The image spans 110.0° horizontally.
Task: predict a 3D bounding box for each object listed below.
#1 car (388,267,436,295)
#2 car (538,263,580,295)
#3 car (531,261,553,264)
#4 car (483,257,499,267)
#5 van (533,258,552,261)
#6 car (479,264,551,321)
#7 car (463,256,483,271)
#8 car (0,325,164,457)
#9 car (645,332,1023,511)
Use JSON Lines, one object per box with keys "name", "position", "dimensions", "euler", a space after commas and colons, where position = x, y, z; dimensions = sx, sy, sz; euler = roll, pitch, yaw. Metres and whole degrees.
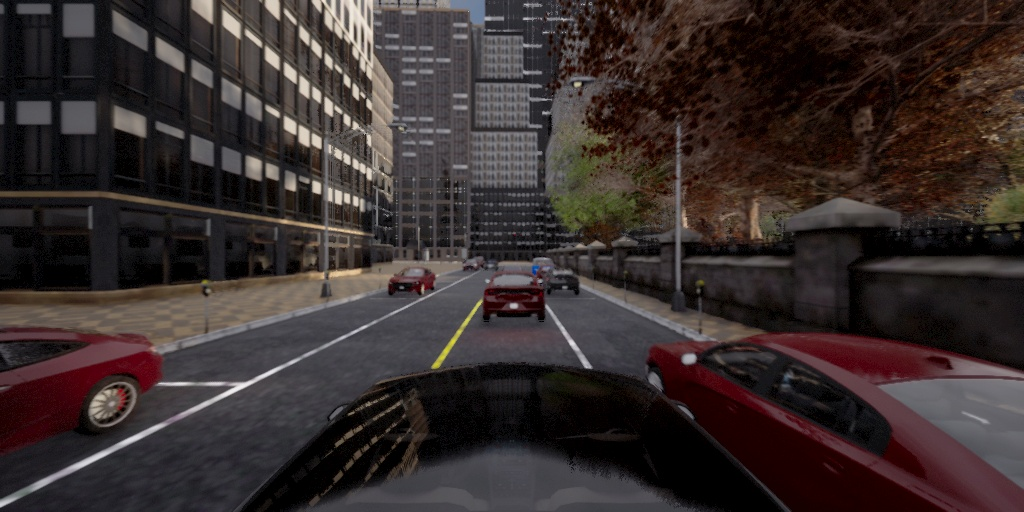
{"name": "car", "position": [-5.319, 1.279, 19.543], "dimensions": [1.888, 1.381, 4.507], "euler": [0, 0, 0]}
{"name": "car", "position": [2.561, 1.283, 19.542], "dimensions": [2.007, 1.370, 4.403], "euler": [0, 0, 0]}
{"name": "car", "position": [2.559, 1.272, 25.088], "dimensions": [1.888, 1.381, 4.507], "euler": [0, 0, 0]}
{"name": "car", "position": [-2.841, 1.189, 49.271], "dimensions": [2.128, 1.511, 4.902], "euler": [0, 0, 0]}
{"name": "van", "position": [2.558, 1.062, 30.633], "dimensions": [1.690, 1.789, 3.998], "euler": [0, 0, 0]}
{"name": "car", "position": [0.063, 1.218, 12.383], "dimensions": [1.882, 1.535, 5.008], "euler": [0, 0, 0]}
{"name": "car", "position": [-5.327, 1.140, 47.268], "dimensions": [1.967, 1.591, 4.097], "euler": [0, 0, 0]}
{"name": "car", "position": [-5.315, 1.331, 2.908], "dimensions": [1.802, 1.307, 4.207], "euler": [0, 0, 0]}
{"name": "car", "position": [2.566, 1.294, 2.906], "dimensions": [1.888, 1.381, 4.507], "euler": [0, 0, 0]}
